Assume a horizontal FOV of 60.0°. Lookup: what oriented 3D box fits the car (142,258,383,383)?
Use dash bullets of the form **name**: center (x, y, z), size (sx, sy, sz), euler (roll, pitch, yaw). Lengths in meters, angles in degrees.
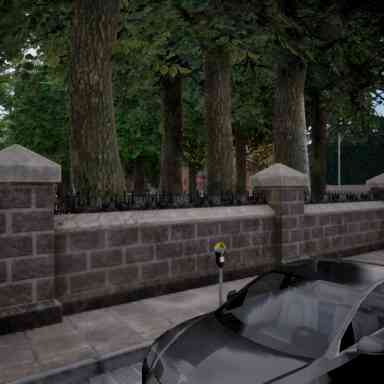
- **car**: center (1.528, 1.565, 3.910), size (4.313, 1.339, 1.947), euler (0, -1, -36)
